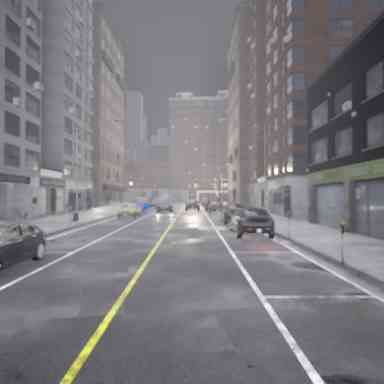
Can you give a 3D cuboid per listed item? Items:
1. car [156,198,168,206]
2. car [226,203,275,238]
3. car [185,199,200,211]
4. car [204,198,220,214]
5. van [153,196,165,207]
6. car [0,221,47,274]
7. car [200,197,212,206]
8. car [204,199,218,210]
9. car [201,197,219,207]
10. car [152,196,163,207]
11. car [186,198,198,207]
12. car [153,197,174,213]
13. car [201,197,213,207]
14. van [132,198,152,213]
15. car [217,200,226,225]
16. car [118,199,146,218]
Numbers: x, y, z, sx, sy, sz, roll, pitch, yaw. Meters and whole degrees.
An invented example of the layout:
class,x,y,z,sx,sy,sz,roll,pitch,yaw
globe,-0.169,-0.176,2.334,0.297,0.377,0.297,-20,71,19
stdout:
class,x,y,z,sx,sy,sz,roll,pitch,yaw
car,-5.843,1.894,64.685,1.887,1.381,4.507,1,0,0
car,3.147,1.573,17.988,1.837,1.490,4.892,0,0,0
car,0.083,1.735,44.131,1.812,1.442,4.674,0,-1,0
car,2.679,1.717,37.271,2.008,1.369,4.403,1,0,0
van,-5.842,1.652,59.204,1.690,1.788,3.998,1,0,0
car,-5.846,1.587,9.865,2.008,1.369,4.403,1,0,0
car,2.683,1.789,64.684,1.967,1.590,4.097,1,0,0
car,2.681,1.762,48.405,1.752,1.417,4.829,1,0,0
car,2.682,1.515,42.754,2.192,1.841,5.009,1,0,0
car,-5.845,1.839,53.720,1.947,1.339,4.313,1,0,0
car,0.042,1.855,58.685,2.033,1.411,5.357,0,0,1
car,-3.083,1.681,38.943,1.837,1.490,4.892,0,0,0
car,2.682,1.751,59.201,1.967,1.590,4.097,1,0,0
van,-5.843,1.508,37.276,1.690,1.788,3.998,1,0,0
car,3.148,1.604,24.989,1.837,1.490,4.892,0,0,0
car,-5.845,1.660,31.622,1.752,1.417,4.829,1,0,0
